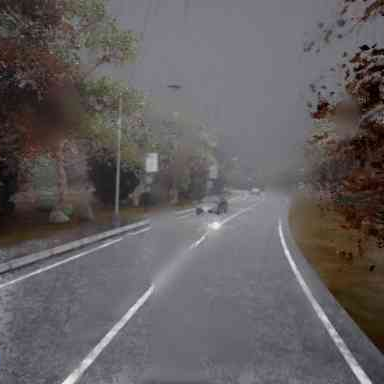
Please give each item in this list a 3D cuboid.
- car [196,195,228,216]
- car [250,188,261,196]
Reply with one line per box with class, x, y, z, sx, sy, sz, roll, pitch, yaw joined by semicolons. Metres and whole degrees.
car;1.684;1.034;26.662;2.128;1.511;4.902;0;2;16
car;12.684;-0.019;66.379;1.812;1.442;4.674;1;2;9
